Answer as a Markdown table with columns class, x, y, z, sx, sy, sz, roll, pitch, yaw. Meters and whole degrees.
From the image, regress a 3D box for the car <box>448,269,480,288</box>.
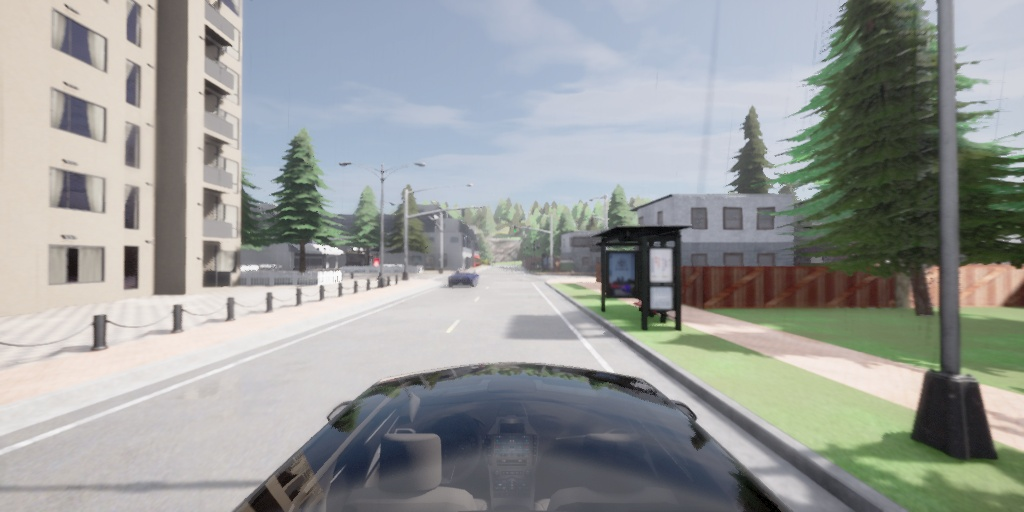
| class | x | y | z | sx | sy | sz | roll | pitch | yaw |
| --- | --- | --- | --- | --- | --- | --- | --- | --- | --- |
| car | -3.513 | 1.620 | 26.650 | 1.895 | 1.301 | 4.718 | 0 | -1 | 0 |
